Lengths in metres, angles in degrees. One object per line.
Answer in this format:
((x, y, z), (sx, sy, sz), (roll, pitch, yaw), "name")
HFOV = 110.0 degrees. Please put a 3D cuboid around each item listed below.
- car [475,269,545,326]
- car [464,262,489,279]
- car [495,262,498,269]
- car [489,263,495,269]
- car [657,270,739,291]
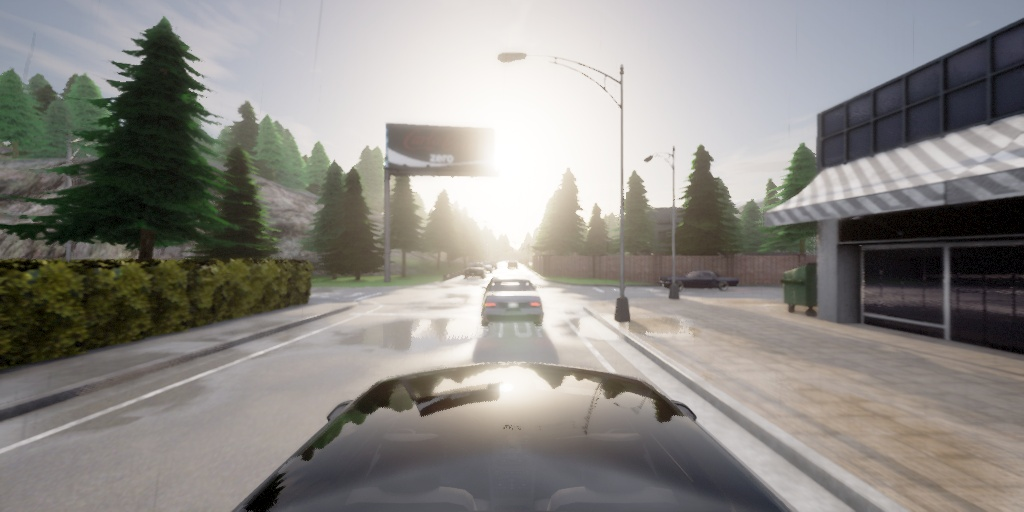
((-0.069, 1.345, 11.888), (2.033, 1.411, 5.357), (0, 0, -2), "car")
((-3.586, 1.413, 35.457), (1.837, 1.490, 4.892), (0, 0, 0), "car")
((-3.528, 1.636, 62.520), (1.895, 1.301, 4.718), (0, 0, 1), "car")
((-3.575, 1.489, 47.256), (1.812, 1.442, 4.674), (0, 0, 0), "car")
((12.339, 1.632, 24.070), (4.718, 1.301, 1.895), (0, 0, 1), "car")
